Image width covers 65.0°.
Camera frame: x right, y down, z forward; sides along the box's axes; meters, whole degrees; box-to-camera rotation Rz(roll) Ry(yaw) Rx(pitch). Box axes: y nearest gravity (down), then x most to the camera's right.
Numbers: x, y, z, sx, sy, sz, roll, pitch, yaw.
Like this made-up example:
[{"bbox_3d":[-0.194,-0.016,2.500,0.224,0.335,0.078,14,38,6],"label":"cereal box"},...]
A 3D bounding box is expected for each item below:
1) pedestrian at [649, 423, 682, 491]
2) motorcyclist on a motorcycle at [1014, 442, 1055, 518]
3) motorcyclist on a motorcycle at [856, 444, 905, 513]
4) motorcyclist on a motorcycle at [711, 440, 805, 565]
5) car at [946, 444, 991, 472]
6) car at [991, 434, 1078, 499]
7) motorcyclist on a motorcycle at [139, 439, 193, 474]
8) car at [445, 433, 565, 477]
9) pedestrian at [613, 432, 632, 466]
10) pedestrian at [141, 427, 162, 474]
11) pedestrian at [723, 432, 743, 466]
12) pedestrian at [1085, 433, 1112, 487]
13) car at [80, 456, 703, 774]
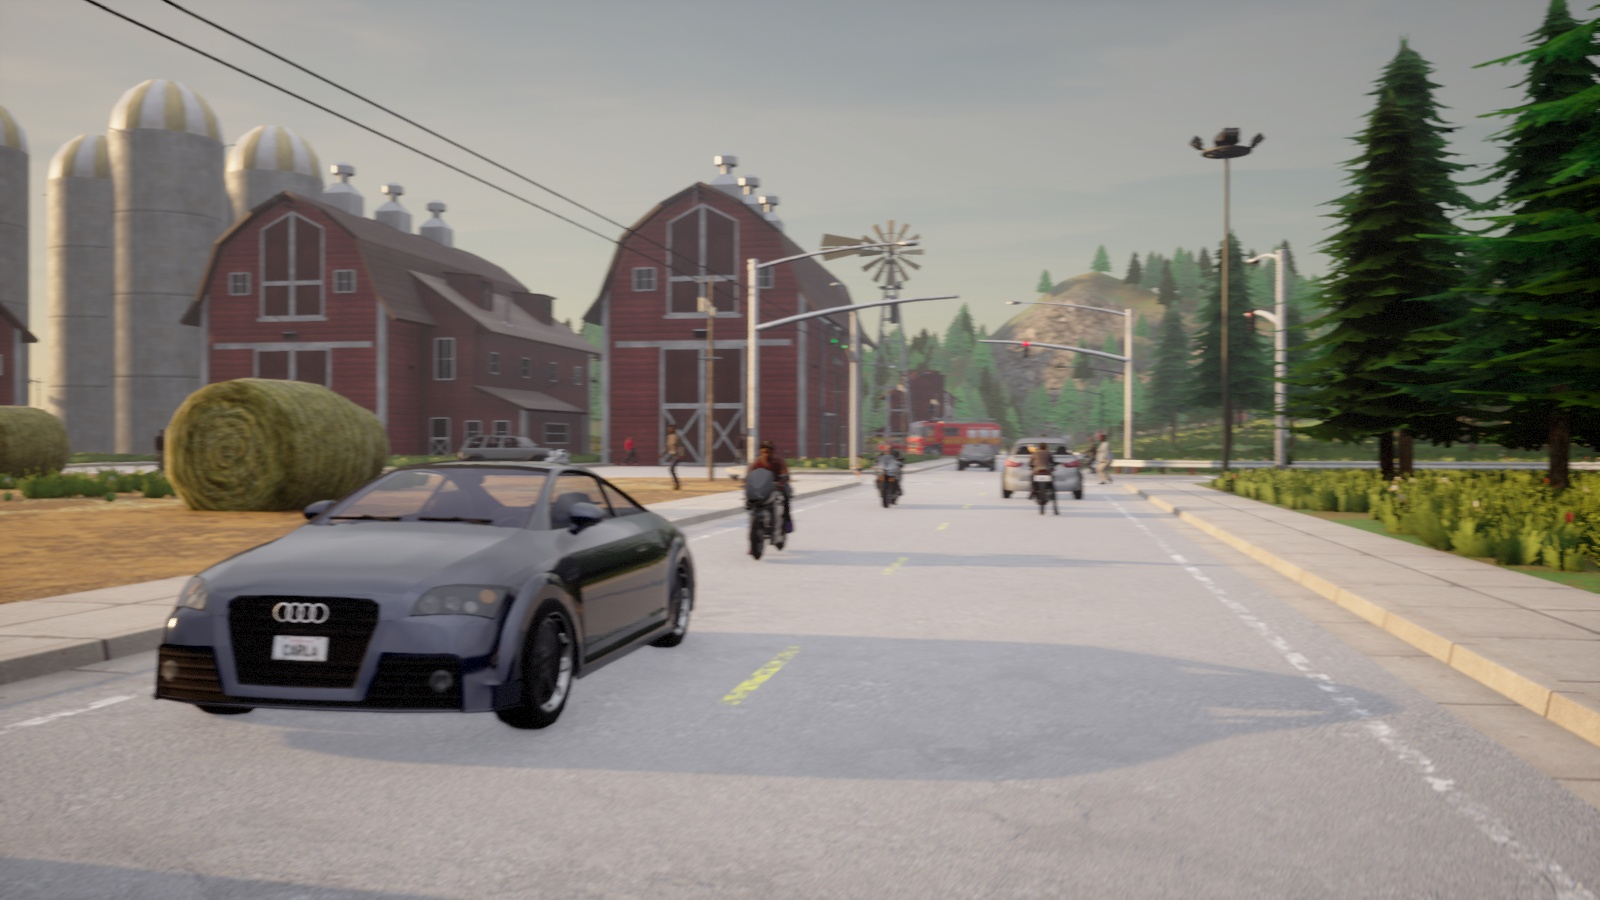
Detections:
[{"bbox_3d":[-3.605,0.177,33.755,0.869,1.805,0.328,0,0,-44],"label":"pedestrian"},{"bbox_3d":[4.919,0.598,26.352,0.797,1.523,2.044,0,0,11],"label":"motorcyclist on a motorcycle"},{"bbox_3d":[1.890,0.625,29.197,0.866,1.530,2.191,0,0,11],"label":"motorcyclist on a motorcycle"},{"bbox_3d":[-0.515,0.636,16.360,0.797,1.523,2.044,0,0,11],"label":"motorcyclist on a motorcycle"},{"bbox_3d":[9.150,0.398,67.914,2.163,1.488,4.792,0,0,11],"label":"car"},{"bbox_3d":[6.560,0.417,35.114,2.242,1.667,4.611,0,0,11],"label":"car"},{"bbox_3d":[-28.258,0.297,55.989,2.044,1.523,0.797,0,0,10],"label":"motorcyclist on a motorcycle"},{"bbox_3d":[-12.501,0.195,53.329,4.605,1.855,1.932,0,1,10],"label":"car"},{"bbox_3d":[-9.672,-0.050,68.392,0.899,1.844,0.634,0,0,10],"label":"pedestrian"},{"bbox_3d":[-25.859,0.016,50.051,0.703,1.840,0.431,0,0,32],"label":"pedestrian"},{"bbox_3d":[-3.598,-0.058,67.703,0.899,1.844,0.634,0,0,19],"label":"pedestrian"},{"bbox_3d":[10.397,0.332,43.793,0.900,1.855,0.874,0,0,13],"label":"pedestrian"},{"bbox_3d":[-2.106,0.759,7.905,1.994,1.385,4.181,0,0,10],"label":"car"}]
